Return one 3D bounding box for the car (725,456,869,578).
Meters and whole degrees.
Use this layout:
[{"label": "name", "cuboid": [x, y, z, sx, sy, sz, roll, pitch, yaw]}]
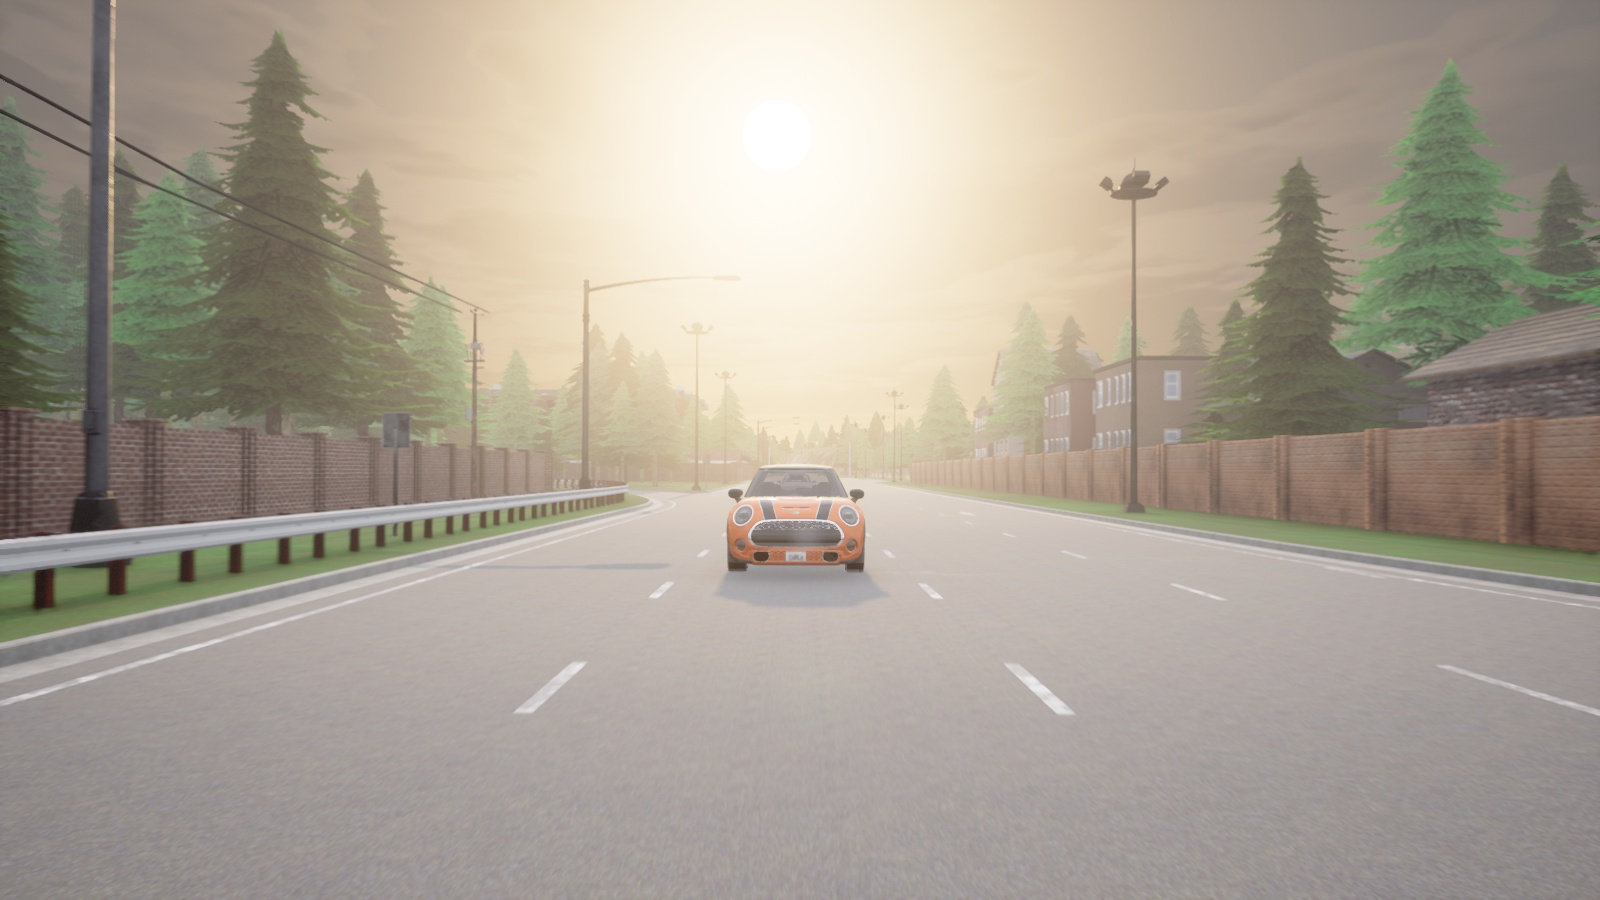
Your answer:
[{"label": "car", "cuboid": [-0.054, 1.018, 20.661, 2.097, 1.767, 4.553, 0, -1, 0]}]
